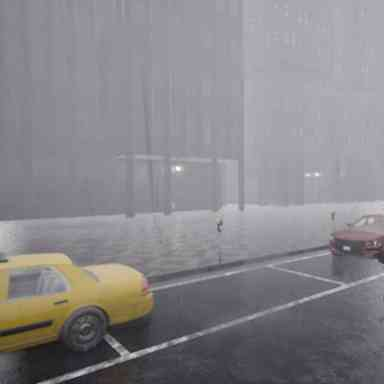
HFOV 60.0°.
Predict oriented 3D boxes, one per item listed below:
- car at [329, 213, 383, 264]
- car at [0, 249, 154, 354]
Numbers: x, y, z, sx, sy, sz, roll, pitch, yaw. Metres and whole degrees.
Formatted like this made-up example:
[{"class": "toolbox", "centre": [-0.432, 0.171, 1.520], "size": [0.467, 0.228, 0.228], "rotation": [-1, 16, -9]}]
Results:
[{"class": "car", "centre": [6.466, 1.416, 11.276], "size": [4.507, 1.381, 1.887], "rotation": [-1, 0, -36]}, {"class": "car", "centre": [-2.910, 1.524, 4.573], "size": [4.829, 1.417, 1.752], "rotation": [-1, 0, -36]}]
